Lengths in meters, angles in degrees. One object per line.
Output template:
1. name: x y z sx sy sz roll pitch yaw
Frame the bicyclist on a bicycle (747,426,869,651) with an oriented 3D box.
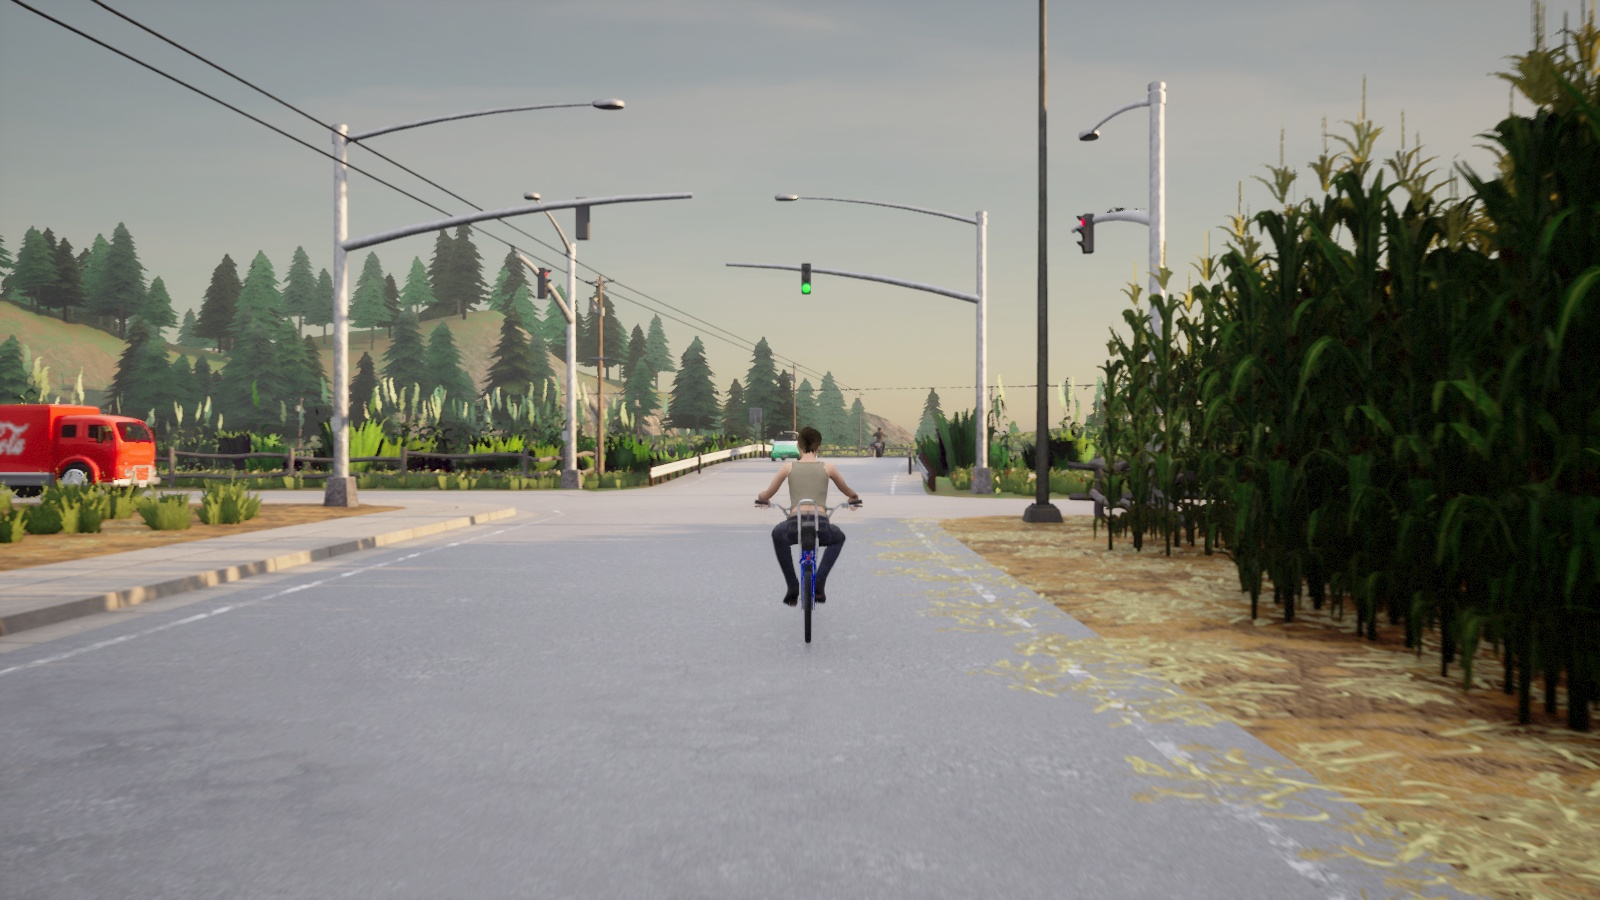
1. bicyclist on a bicycle: 0.065 0.628 9.750 0.866 1.612 1.509 0 0 1

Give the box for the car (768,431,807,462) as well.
1. car: -0.536 -0.166 57.036 1.481 1.376 2.207 0 1 7

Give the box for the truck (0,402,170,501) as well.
1. truck: -19.617 0.025 32.612 5.204 2.467 2.627 0 0 3
